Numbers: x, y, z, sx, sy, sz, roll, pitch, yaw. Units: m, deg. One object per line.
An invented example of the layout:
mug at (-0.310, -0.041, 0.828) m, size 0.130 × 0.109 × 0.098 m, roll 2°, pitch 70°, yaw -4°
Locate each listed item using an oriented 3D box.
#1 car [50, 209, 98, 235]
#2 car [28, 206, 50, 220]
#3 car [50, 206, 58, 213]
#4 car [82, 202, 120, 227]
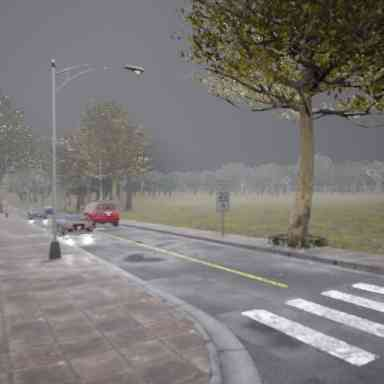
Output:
car at (-8.389, 2.181, 23.391) m, size 1.994 × 1.385 × 4.181 m, roll -1°, pitch -1°, yaw -31°
car at (-19.551, 2.676, 41.908) m, size 1.837 × 1.490 × 4.892 m, roll -1°, pitch -2°, yaw -31°
car at (-21.939, 2.864, 51.309) m, size 1.882 × 1.535 × 5.008 m, roll -1°, pitch -2°, yaw -31°
car at (-7.914, 1.907, 28.272) m, size 2.150 × 2.045 × 5.566 m, roll -1°, pitch -1°, yaw -31°
